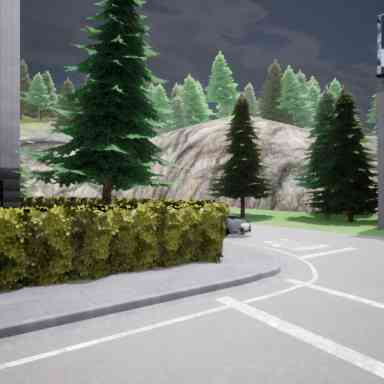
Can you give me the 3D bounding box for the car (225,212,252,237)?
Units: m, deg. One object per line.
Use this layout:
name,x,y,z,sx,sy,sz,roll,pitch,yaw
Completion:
car,1.221,1.668,19.335,2.128,1.511,4.902,0,0,-42
